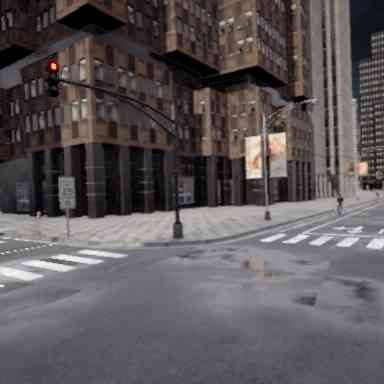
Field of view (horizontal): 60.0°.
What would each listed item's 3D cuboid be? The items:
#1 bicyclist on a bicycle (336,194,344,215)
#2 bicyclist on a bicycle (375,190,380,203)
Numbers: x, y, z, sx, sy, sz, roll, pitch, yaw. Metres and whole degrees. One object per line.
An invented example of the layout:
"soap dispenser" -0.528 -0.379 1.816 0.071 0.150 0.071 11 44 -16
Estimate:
"bicyclist on a bicycle" 11.821 1.021 26.610 0.659 1.776 1.843 -2 0 35
"bicyclist on a bicycle" 25.210 0.655 45.299 0.659 1.776 1.843 -2 -3 36
